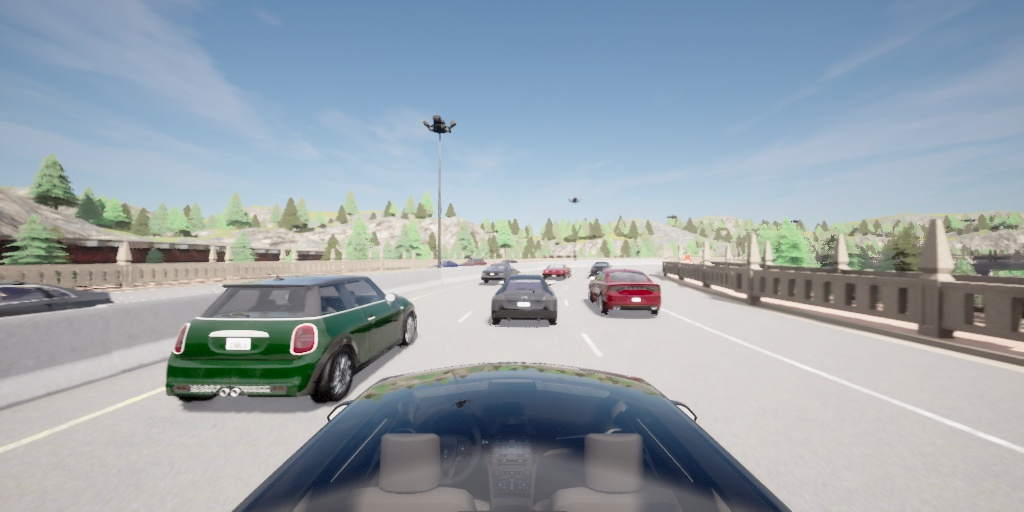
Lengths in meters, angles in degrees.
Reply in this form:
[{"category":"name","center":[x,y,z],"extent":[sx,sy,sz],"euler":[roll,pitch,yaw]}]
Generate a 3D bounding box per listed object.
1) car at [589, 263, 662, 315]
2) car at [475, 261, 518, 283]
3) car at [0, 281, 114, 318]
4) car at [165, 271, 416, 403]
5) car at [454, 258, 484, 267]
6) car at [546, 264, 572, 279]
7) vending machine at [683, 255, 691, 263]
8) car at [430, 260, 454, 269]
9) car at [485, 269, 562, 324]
[{"category":"car","center":[4.120,1.217,13.710],"extent":[1.882,1.535,5.008],"euler":[0,0,5]},{"category":"car","center":[-0.769,1.287,27.027],"extent":[2.033,1.411,5.357],"euler":[0,0,14]},{"category":"car","center":[-10.459,1.243,6.524],"extent":[2.128,1.511,4.902],"euler":[0,0,2]},{"category":"car","center":[-3.313,1.102,6.540],"extent":[2.097,1.767,4.553],"euler":[0,0,2]},{"category":"car","center":[-5.099,1.121,47.062],"extent":[2.097,1.767,4.553],"euler":[0,0,24]},{"category":"car","center":[4.073,1.325,31.386],"extent":[1.895,1.301,4.718],"euler":[0,0,17]},{"category":"vending machine","center":[19.351,0.843,39.657],"extent":[1.100,2.100,0.880],"euler":[0,0,26]},{"category":"car","center":[-8.857,1.310,47.226],"extent":[1.812,1.442,4.674],"euler":[0,0,23]},{"category":"car","center":[0.471,1.309,11.972],"extent":[1.994,1.385,4.181],"euler":[0,0,4]}]
